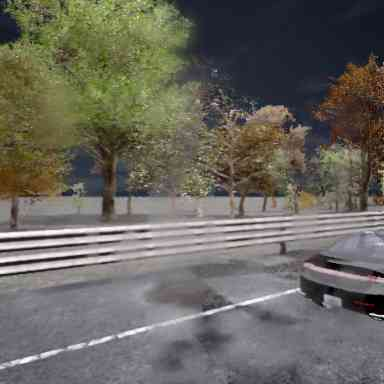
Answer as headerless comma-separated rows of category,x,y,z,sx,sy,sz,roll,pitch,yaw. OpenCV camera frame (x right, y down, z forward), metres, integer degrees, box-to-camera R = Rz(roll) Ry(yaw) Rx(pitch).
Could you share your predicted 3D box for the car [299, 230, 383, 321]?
car,4.229,1.531,6.700,4.902,1.511,2.128,0,0,-35
